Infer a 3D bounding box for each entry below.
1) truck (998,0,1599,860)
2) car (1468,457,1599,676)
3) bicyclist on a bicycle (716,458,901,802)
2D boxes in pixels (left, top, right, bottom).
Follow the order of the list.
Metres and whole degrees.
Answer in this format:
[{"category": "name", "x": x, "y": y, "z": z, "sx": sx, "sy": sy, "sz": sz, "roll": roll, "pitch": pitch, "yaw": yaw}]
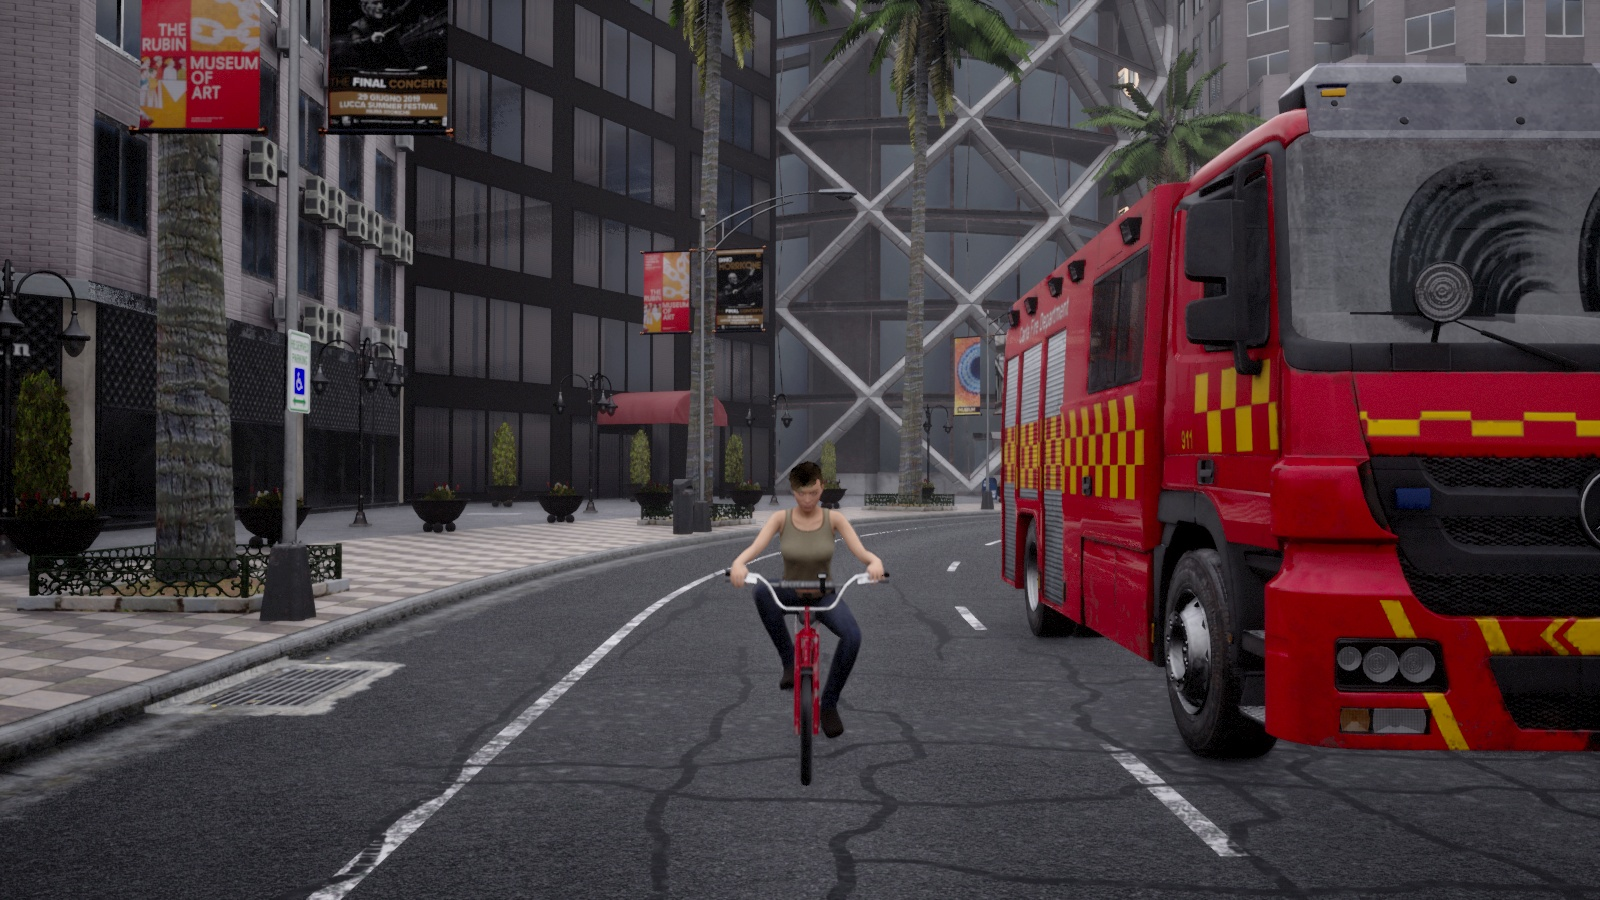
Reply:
[{"category": "truck", "x": 3.555, "y": -0.209, "z": 9.273, "sx": 2.891, "sy": 3.827, "sz": 8.468, "roll": 0, "pitch": -1, "yaw": 1}, {"category": "car", "x": 7.045, "y": 0.866, "z": 8.903, "sx": 2.033, "sy": 1.649, "sz": 4.856, "roll": 0, "pitch": -1, "yaw": 0}, {"category": "bicyclist on a bicycle", "x": 0.045, "y": 0.863, "z": 6.675, "sx": 0.866, "sy": 1.612, "sz": 1.509, "roll": 0, "pitch": -1, "yaw": 0}]
